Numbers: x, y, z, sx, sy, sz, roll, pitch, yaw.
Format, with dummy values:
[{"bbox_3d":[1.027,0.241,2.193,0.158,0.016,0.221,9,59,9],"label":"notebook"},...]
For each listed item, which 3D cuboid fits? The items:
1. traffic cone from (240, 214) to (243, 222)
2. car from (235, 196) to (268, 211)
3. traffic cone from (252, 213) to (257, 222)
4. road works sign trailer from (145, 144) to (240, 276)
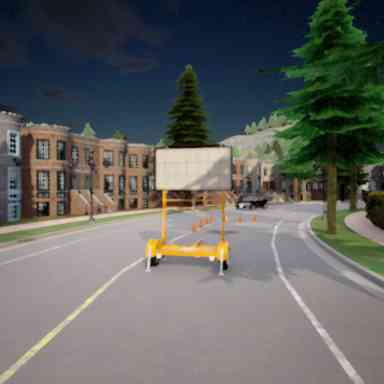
[{"bbox_3d":[3.296,1.736,22.830,0.340,0.580,0.340,0,1,12],"label":"traffic cone"},{"bbox_3d":[6.336,1.158,34.929,2.128,1.511,4.902,0,1,37],"label":"car"},{"bbox_3d":[4.273,1.739,22.621,0.340,0.580,0.340,0,1,12],"label":"traffic cone"},{"bbox_3d":[0.072,0.365,10.213,2.380,3.560,2.880,0,1,12],"label":"road works sign trailer"}]
